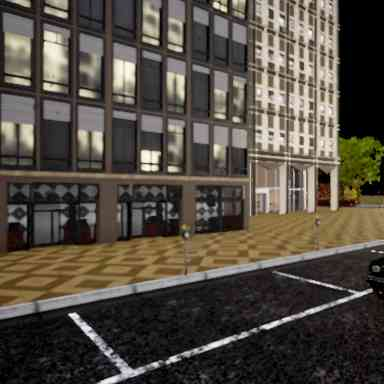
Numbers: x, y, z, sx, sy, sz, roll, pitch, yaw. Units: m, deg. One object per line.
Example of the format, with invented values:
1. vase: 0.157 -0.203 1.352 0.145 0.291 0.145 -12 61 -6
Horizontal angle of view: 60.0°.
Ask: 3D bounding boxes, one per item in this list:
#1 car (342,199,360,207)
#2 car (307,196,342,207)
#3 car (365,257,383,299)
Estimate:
1. car: 26.901 1.831 57.648 1.802 1.307 4.206 -1 0 -36
2. car: 20.463 1.555 52.778 2.192 1.841 5.009 -1 0 -36
3. car: 5.766 1.582 7.153 4.718 1.301 1.895 0 0 -35
